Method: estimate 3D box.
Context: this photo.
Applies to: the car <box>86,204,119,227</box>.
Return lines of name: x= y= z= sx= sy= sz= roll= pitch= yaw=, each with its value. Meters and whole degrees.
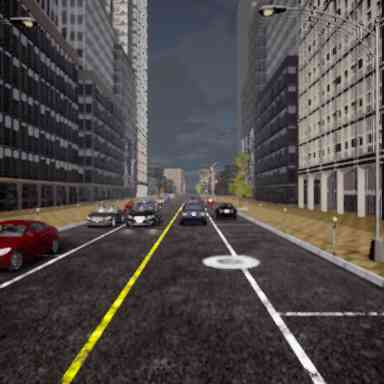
car: x=-5.679 y=1.509 z=22.081 sx=2.008 sy=1.369 sz=4.403 roll=0 pitch=0 yaw=0

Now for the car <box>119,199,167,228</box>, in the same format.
car: x=-3.072 y=1.450 z=21.970 sx=2.128 sy=1.511 sz=4.902 roll=0 pitch=0 yaw=0

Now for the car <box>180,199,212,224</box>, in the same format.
car: x=0.109 y=1.502 z=24.144 sx=2.033 sy=1.411 sz=5.357 roll=0 pitch=0 yaw=0

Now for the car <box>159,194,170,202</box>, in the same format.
car: x=-5.664 y=1.310 z=61.926 sx=1.967 sy=1.590 sz=4.097 roll=0 pitch=0 yaw=0

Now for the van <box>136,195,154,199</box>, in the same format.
van: x=-5.672 y=1.264 z=39.158 sx=1.690 sy=1.788 sz=3.998 roll=0 pitch=0 yaw=0

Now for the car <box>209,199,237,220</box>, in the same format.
car: x=2.704 y=1.513 z=27.758 sx=1.947 sy=1.339 sz=4.313 roll=0 pitch=0 yaw=0

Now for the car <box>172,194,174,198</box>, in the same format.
car: x=-5.660 y=1.407 z=73.312 sx=1.947 sy=1.339 sz=4.313 roll=0 pitch=0 yaw=0

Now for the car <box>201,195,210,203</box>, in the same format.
car: x=2.718 y=1.381 z=67.771 sx=1.752 sy=1.417 sz=4.829 roll=0 pitch=0 yaw=0

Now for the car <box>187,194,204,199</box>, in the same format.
car: x=0.115 y=1.347 z=41.968 sx=2.033 sy=1.649 sz=4.856 roll=0 pitch=0 yaw=0

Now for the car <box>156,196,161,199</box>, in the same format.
car: x=-5.671 y=1.492 z=44.851 sx=1.802 sy=1.307 sz=4.206 roll=0 pitch=0 yaw=0

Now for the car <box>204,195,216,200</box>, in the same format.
car: x=2.713 y=1.338 z=50.525 sx=1.967 sy=1.590 sz=4.097 roll=0 pitch=0 yaw=0

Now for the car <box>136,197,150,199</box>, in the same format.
car: x=-5.675 y=1.480 z=33.466 sx=1.887 sy=1.381 sz=4.507 roll=0 pitch=0 yaw=0

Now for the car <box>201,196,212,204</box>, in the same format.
car: x=2.716 y=1.452 z=61.909 sx=1.802 sy=1.307 sz=4.206 roll=0 pitch=0 yaw=0

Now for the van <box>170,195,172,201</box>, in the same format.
van: x=-5.661 y=1.197 z=67.619 sx=1.690 sy=1.788 sz=3.998 roll=0 pitch=0 yaw=0

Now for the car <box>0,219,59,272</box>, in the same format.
car: x=-5.683 y=1.563 z=10.696 sx=1.802 sy=1.307 sz=4.206 roll=0 pitch=0 yaw=0
